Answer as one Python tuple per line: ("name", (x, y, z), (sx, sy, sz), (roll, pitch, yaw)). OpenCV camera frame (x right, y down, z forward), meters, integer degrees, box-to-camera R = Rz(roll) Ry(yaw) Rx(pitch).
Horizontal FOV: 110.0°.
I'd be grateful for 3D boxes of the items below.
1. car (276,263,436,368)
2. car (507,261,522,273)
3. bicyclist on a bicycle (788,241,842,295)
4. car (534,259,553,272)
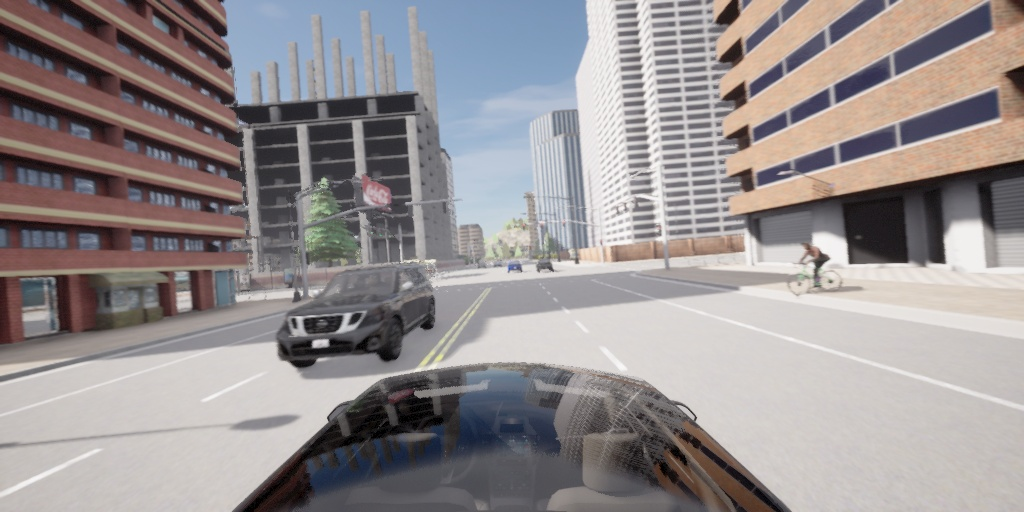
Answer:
("car", (-3.534, 1.276, 9.393), (2.150, 2.045, 5.566), (-5, 0, 1))
("car", (0.378, 1.371, 48.236), (1.882, 1.535, 5.008), (-5, 0, 0))
("bicyclist on a bicycle", (9.185, 0.355, 10.922), (1.656, 1.620, 0.582), (-5, 0, 0))
("car", (3.829, 1.104, 42.878), (1.837, 1.490, 4.892), (-5, 0, 0))
